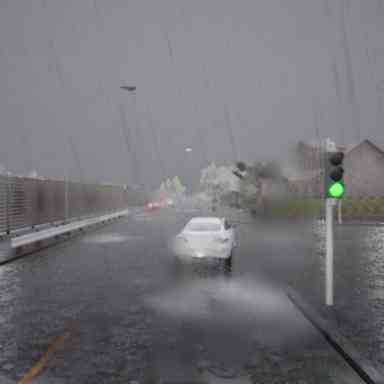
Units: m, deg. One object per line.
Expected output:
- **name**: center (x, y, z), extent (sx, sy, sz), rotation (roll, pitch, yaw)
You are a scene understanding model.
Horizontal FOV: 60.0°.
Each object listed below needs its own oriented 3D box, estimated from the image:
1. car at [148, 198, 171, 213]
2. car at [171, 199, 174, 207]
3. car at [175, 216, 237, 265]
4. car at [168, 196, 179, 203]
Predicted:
- **car**: center (-4.078, 1.575, 40.435), extent (2.097, 1.767, 4.553), rotation (0, -1, 0)
- **car**: center (-4.035, 1.833, 56.522), extent (1.812, 1.442, 4.674), rotation (0, 0, 0)
- **car**: center (0.605, 1.591, 11.956), extent (1.812, 1.442, 4.674), rotation (0, 0, 9)
- **car**: center (-3.973, 1.609, 72.308), extent (2.128, 1.511, 4.902), rotation (0, 0, 0)
